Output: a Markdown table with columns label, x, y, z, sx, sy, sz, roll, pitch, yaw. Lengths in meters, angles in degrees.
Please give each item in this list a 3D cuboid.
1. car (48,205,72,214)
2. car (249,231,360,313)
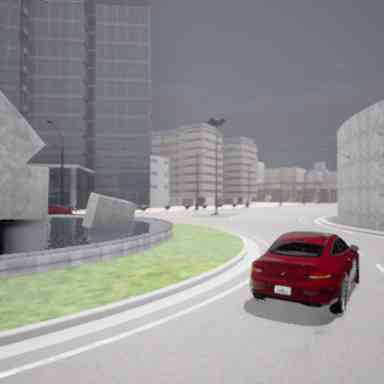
| label | x | y | z | sx | sy | sz | roll | pitch | yaw |
| --- | --- | --- | --- | --- | --- | --- | --- | --- | --- |
| car | -16.015 | 2.201 | 37.616 | 4.674 | 1.442 | 1.812 | 0 | -1 | -4 |
| car | 2.889 | 1.677 | 8.069 | 1.812 | 1.442 | 4.674 | 0 | -1 | 32 |
